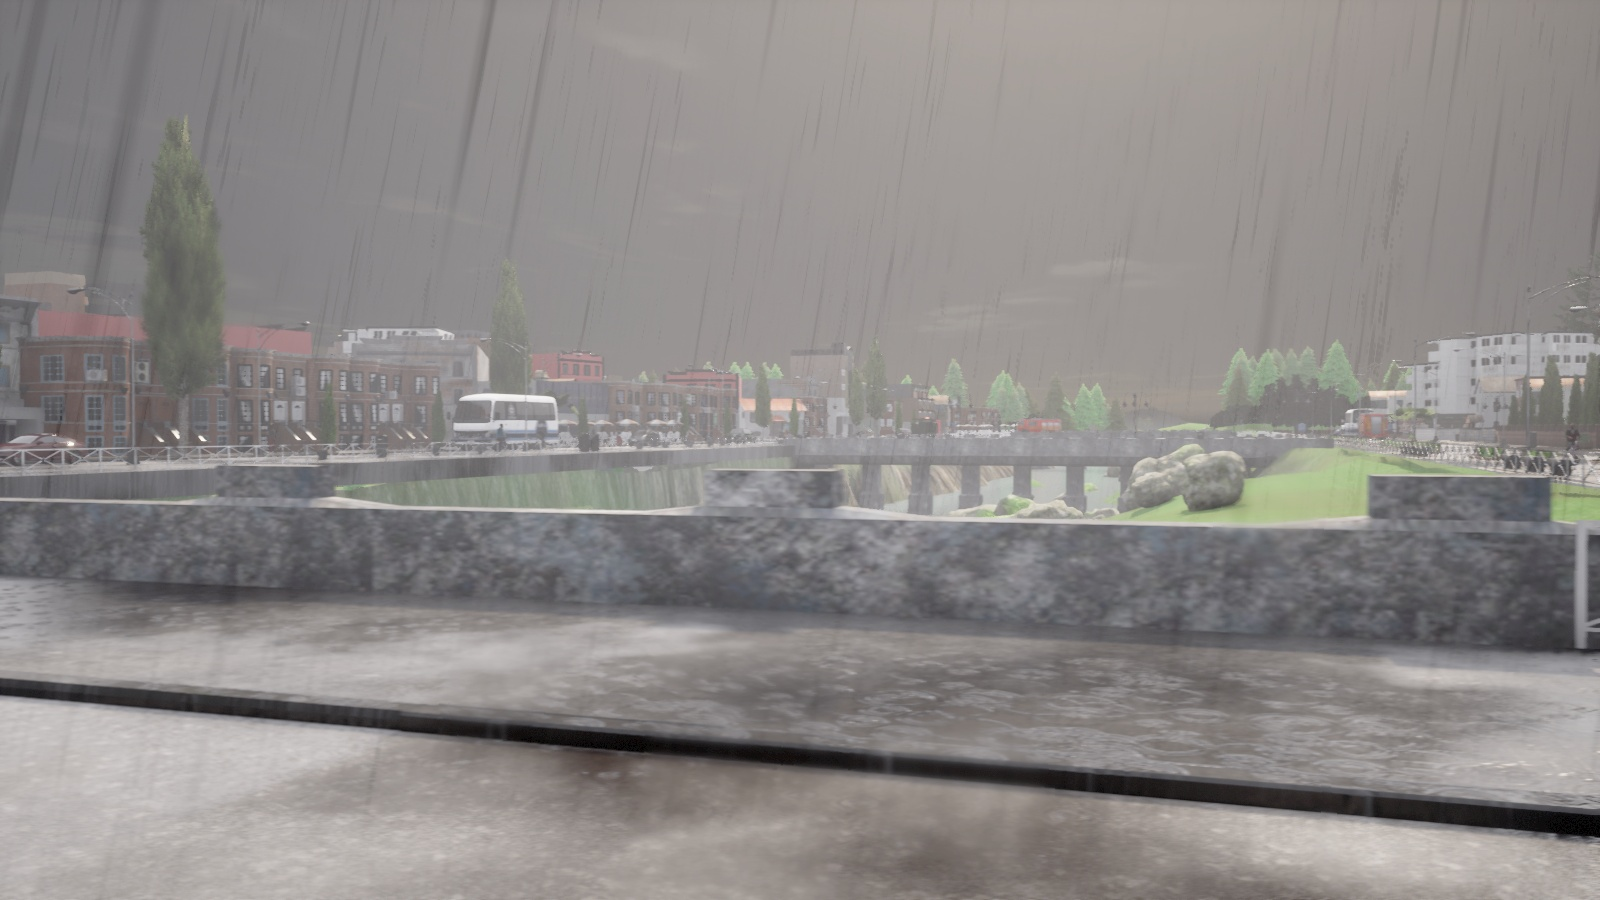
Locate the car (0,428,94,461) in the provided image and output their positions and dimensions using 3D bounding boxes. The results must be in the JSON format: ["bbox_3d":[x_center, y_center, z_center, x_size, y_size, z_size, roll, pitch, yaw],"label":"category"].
[{"bbox_3d":[-34.850,-0.290,57.186,1.812,1.442,4.674,1,1,19],"label":"car"}]

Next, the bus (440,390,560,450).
[{"bbox_3d":[-22.350,-2.240,94.337,3.944,4.253,10.273,1,1,19],"label":"bus"}]
